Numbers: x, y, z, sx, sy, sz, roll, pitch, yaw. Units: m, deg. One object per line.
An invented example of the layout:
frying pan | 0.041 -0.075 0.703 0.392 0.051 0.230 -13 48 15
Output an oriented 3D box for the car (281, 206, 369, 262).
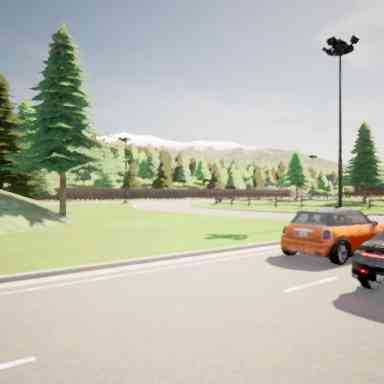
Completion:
car | 5.286 1.351 11.842 4.553 1.767 2.097 0 0 -35

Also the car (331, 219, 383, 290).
car | 5.726 1.489 7.868 4.902 1.511 2.128 0 0 -35
